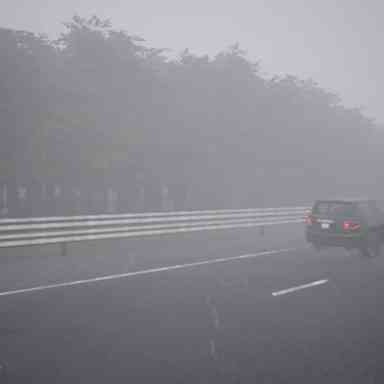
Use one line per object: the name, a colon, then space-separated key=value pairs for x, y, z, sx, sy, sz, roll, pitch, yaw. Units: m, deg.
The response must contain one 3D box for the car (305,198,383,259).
car: x=6.750 y=1.231 z=12.906 sx=5.566 sy=2.045 sz=2.150 roll=0 pitch=0 yaw=-35
